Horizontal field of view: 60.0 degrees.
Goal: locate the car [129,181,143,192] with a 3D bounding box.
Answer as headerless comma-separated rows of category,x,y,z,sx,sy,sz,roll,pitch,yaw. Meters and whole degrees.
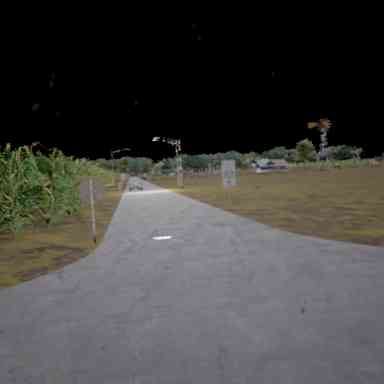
car,-8.483,-0.869,49.908,1.994,1.385,4.181,-4,3,-10
